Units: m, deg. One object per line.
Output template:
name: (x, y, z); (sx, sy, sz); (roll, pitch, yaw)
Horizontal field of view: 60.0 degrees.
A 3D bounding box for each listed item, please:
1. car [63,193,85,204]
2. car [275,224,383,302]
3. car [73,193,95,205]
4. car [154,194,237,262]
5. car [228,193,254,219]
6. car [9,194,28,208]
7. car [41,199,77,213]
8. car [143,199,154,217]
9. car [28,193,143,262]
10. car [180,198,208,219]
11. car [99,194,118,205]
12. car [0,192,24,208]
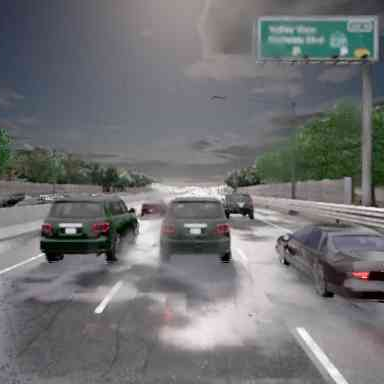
car: (-20.659, 1.056, 58.353); (2.097, 1.767, 4.553); (0, 0, 1)
car: (3.595, 1.509, 8.366); (2.033, 1.411, 5.357); (0, 0, 0)
car: (-17.261, 1.085, 53.350); (2.097, 1.767, 4.553); (0, 0, 1)
car: (0.111, 1.166, 11.968); (2.150, 2.045, 5.566); (0, 0, 0)
car: (3.674, 1.086, 27.431); (2.150, 2.045, 5.566); (0, 0, 0)
car: (-17.455, 1.323, 36.397); (1.837, 1.490, 4.892); (0, 0, 1)
car: (-13.967, 1.423, 35.275); (1.895, 1.301, 4.718); (0, 0, 0)
car: (-3.312, 1.329, 29.757); (1.882, 1.535, 5.008); (0, 0, 0)
car: (-3.389, 1.165, 11.994); (2.150, 2.045, 5.566); (0, 0, 0)
car: (0.178, 1.351, 28.245); (2.128, 1.511, 4.902); (0, 0, 0)
car: (-13.732, 1.201, 54.868); (1.882, 1.535, 5.008); (0, 0, 1)
car: (-20.940, 1.030, 37.767); (2.150, 2.045, 5.566); (0, 0, 1)
